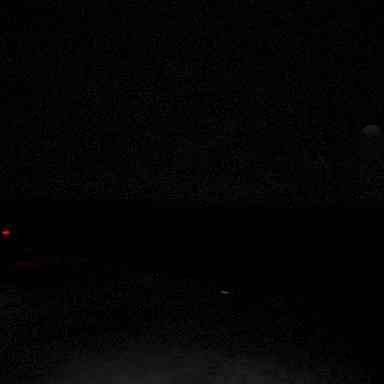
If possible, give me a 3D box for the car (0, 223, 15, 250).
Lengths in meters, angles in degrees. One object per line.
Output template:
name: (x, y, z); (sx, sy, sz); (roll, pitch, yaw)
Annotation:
car: (-7.831, 1.196, 10.346); (5.357, 1.411, 2.033); (2, 3, 30)
